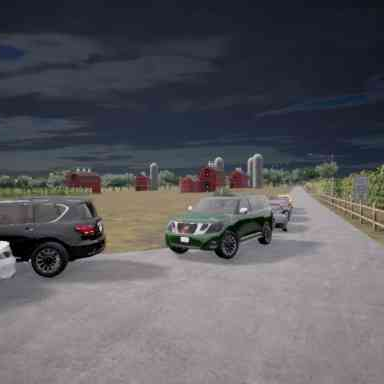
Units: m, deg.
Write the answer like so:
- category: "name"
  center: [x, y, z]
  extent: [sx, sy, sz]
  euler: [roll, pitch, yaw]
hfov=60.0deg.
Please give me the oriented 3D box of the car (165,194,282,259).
- category: "car"
  center: [1.316, 1.103, 12.648]
  extent: [2.150, 2.045, 5.566]
  euler: [0, 0, 34]

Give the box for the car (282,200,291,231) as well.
- category: "car"
  center: [4.440, 1.372, 18.969]
  extent: [1.994, 1.385, 4.181]
  euler: [0, 0, 17]

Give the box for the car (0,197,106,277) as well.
- category: "car"
  center: [-5.351, 1.223, 9.583]
  extent: [5.566, 2.045, 2.150]
  euler: [-1, 1, -4]

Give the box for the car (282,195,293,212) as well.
- category: "car"
  center: [6.298, 1.225, 24.700]
  extent: [1.882, 1.535, 5.008]
  euler: [0, 0, 18]

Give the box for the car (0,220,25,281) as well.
- category: "car"
  center: [-6.187, 1.610, 6.677]
  extent: [4.674, 1.442, 1.812]
  euler: [-2, 2, -37]

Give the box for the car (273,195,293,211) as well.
- category: "car"
  center: [10.049, 1.095, 36.444]
  extent: [1.882, 1.535, 5.008]
  euler: [0, 1, 18]
